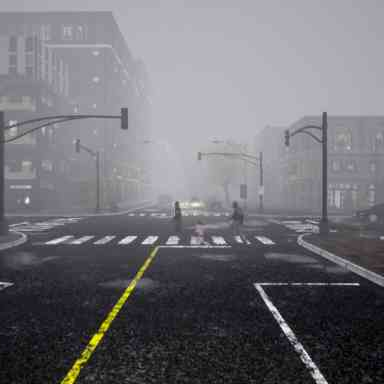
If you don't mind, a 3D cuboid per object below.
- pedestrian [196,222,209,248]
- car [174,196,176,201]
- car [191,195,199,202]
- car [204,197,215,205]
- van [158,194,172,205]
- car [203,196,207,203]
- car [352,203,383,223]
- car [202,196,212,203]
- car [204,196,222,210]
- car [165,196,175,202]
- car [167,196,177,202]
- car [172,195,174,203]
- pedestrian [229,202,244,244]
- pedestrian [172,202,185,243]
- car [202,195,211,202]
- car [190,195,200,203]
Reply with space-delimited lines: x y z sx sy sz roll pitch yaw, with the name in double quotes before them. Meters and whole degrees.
"pedestrian" 0.362 1.674 13.517 0.500 1.100 0.500 0 0 0
"car" -5.096 1.397 72.195 2.192 1.841 5.009 0 0 0
"car" 0.668 1.541 80.851 1.812 1.442 4.674 0 0 0
"car" 3.190 1.640 60.731 1.802 1.307 4.206 0 0 0
"van" -5.190 1.399 60.801 1.690 1.788 3.998 0 0 0
"car" 3.097 1.479 49.337 1.967 1.590 4.097 0 0 0
"car" 15.030 1.578 25.860 4.892 1.490 1.837 0 0 -2
"car" 3.285 1.633 72.123 2.008 1.369 4.403 0 0 0
"car" 3.049 1.580 43.640 2.008 1.369 4.403 0 0 0
"car" -5.049 1.662 77.891 1.947 1.339 4.313 0 0 0
"car" -5.002 1.663 83.587 2.008 1.369 4.403 0 0 0
"car" -5.143 1.651 66.498 1.802 1.307 4.206 0 0 0
"pedestrian" 1.890 1.294 14.104 0.375 1.860 0.375 0 0 0
"pedestrian" -0.598 1.294 14.724 0.375 1.860 0.375 0 0 0
"car" 3.331 1.537 77.820 1.967 1.590 4.097 0 0 0
"car" 0.582 1.547 70.434 1.882 1.535 5.008 0 0 0
